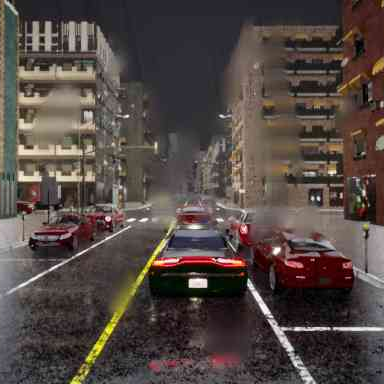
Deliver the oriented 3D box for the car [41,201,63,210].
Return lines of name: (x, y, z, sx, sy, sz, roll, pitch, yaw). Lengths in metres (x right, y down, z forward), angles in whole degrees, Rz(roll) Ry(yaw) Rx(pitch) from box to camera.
car: (-17.478, 1.590, 39.092, 4.313, 1.339, 1.947, 0, -1, 0)

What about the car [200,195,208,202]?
car: (2.877, 1.555, 80.556, 1.887, 1.381, 4.507, 1, 0, 0)

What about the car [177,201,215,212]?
car: (0.135, 1.482, 18.999, 1.882, 1.535, 5.008, 0, 0, 0)

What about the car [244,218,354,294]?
car: (2.605, 1.584, 8.553, 1.802, 1.307, 4.206, 1, 0, 0)

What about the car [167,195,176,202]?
car: (-5.004, 1.555, 80.555, 1.887, 1.381, 4.507, 1, 0, 0)

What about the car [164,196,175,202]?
car: (-5.025, 1.575, 74.884, 1.947, 1.339, 4.313, 1, 0, 0)

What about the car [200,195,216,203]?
car: (2.770, 1.559, 52.201, 2.008, 1.369, 4.403, 1, 0, 0)

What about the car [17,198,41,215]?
car: (-17.446, 1.240, 31.216, 5.009, 1.841, 2.192, 0, -1, 0)

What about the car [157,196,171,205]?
car: (-5.090, 1.534, 57.701, 1.752, 1.417, 4.829, 1, 0, 0)

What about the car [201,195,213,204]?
car: (2.814, 1.449, 63.543, 1.967, 1.590, 4.097, 1, 0, 0)

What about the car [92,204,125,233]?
car: (-5.240, 1.444, 19.659, 1.967, 1.590, 4.097, 1, 0, 0)

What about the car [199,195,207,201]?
car: (2.898, 1.561, 86.226, 2.008, 1.369, 4.403, 1, 0, 0)

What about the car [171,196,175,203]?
car: (-5.047, 1.535, 69.043, 1.752, 1.417, 4.829, 1, 0, 0)

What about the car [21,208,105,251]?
car: (-5.259, 1.585, 14.110, 1.802, 1.307, 4.206, 1, 0, 0)

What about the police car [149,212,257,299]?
police car: (0.129, 1.506, 8.538, 2.038, 1.542, 4.974, 0, 0, 0)

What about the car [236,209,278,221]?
car: (2.628, 1.443, 14.102, 1.967, 1.590, 4.097, 1, 0, 0)
